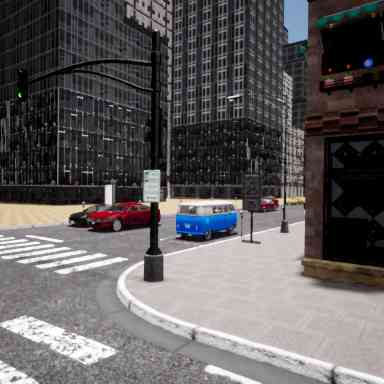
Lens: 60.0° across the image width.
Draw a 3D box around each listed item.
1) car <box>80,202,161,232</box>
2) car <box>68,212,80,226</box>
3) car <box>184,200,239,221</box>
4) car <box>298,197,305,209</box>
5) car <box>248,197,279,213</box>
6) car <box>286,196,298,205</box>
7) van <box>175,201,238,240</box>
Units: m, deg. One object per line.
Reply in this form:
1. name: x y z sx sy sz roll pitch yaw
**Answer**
1. car: -3.974 1.418 20.209 1.882 1.535 5.008 1 1 34
2. car: -5.960 1.467 21.892 1.947 1.339 4.313 1 1 36
3. car: 1.780 1.469 28.268 2.033 1.411 5.357 1 1 36
4. car: 15.655 1.429 42.299 2.128 1.511 4.902 1 1 36
5. car: 7.778 1.505 36.660 1.895 1.301 4.718 1 1 36
6. car: 16.447 1.364 53.271 1.752 1.417 4.829 1 1 36
7. van: 0.862 1.368 17.019 1.690 1.788 3.998 1 1 36
